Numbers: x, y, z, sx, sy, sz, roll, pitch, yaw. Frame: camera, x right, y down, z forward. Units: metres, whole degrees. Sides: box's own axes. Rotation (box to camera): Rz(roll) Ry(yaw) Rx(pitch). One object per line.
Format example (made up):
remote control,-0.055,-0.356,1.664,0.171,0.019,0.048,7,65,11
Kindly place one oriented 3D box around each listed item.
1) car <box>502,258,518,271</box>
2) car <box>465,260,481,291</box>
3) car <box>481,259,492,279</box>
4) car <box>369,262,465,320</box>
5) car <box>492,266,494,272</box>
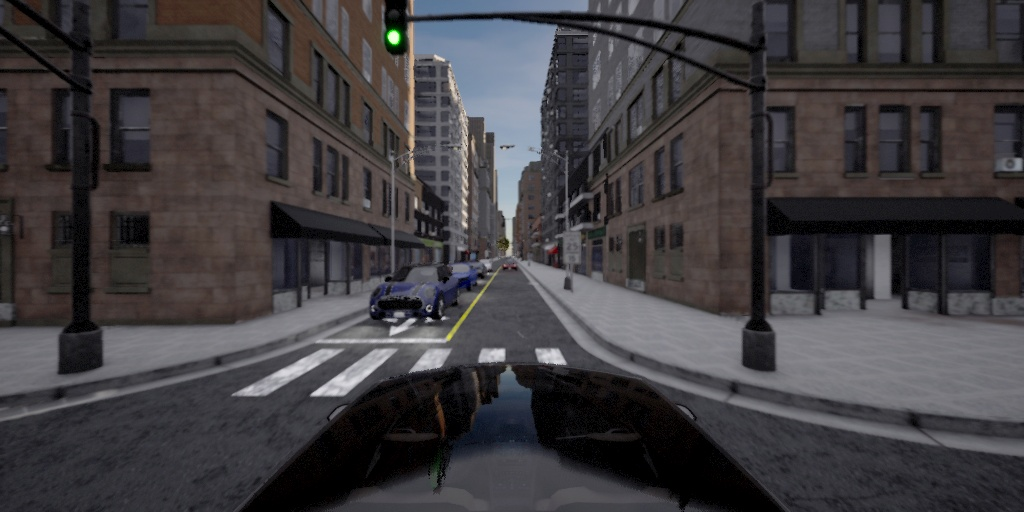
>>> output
car,-0.255,1.192,45.505,1.895,1.301,4.718,0,0,0
car,-3.162,1.157,21.551,1.882,1.535,5.008,0,0,0
car,-3.189,1.191,31.404,2.033,1.411,5.357,0,0,0
car,-3.156,1.066,12.442,2.097,1.767,4.553,0,0,1
car,-3.232,1.135,41.678,1.812,1.442,4.674,0,0,0
